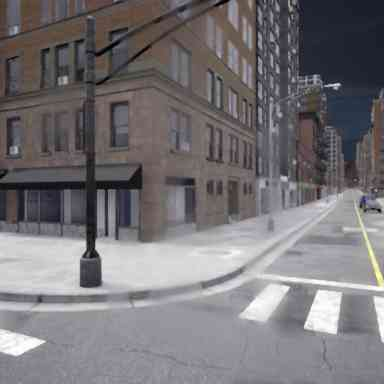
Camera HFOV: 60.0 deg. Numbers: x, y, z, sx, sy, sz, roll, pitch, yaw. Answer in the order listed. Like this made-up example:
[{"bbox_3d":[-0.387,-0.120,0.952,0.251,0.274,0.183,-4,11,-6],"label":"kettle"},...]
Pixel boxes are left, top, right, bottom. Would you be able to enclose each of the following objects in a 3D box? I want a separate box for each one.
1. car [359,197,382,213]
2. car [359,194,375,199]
[{"bbox_3d":[21.458,1.698,39.681,2.033,1.411,5.357,0,0,26],"label":"car"},{"bbox_3d":[25.933,1.369,49.075,2.150,2.045,5.566,0,0,26],"label":"car"}]
